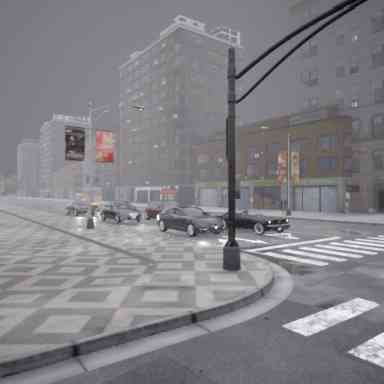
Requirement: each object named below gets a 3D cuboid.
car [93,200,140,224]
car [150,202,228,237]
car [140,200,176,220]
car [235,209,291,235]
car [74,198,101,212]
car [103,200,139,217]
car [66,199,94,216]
[{"bbox_3d":[-5.703,1.582,26.264,2.128,1.511,4.902,0,0,-36],"label":"car"},{"bbox_3d":[-0.208,1.559,18.703,1.837,1.490,4.892,0,0,-36],"label":"car"},{"bbox_3d":[-1.987,1.435,26.689,2.097,1.767,4.553,0,0,-36],"label":"car"},{"bbox_3d":[3.336,1.649,19.363,1.895,1.301,4.718,0,0,-36],"label":"car"},{"bbox_3d":[-13.362,1.620,42.392,1.882,1.535,5.008,0,0,-35],"label":"car"},{"bbox_3d":[-7.327,1.620,34.036,1.837,1.490,4.892,0,0,-36],"label":"car"},{"bbox_3d":[-11.550,1.628,34.324,1.837,1.490,4.892,0,0,-36],"label":"car"}]
